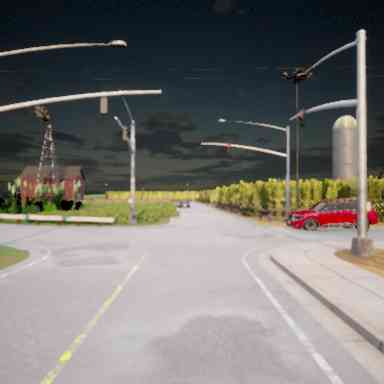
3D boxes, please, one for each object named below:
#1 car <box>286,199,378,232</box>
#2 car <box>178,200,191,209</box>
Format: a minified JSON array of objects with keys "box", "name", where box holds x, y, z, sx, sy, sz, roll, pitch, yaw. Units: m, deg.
[{"box":[9.054,1.532,21.674,5.566,2.045,2.150,-2,0,-2],"name":"car"},{"box":[-1.261,2.102,57.238,2.128,1.511,4.902,0,-1,-2],"name":"car"}]
